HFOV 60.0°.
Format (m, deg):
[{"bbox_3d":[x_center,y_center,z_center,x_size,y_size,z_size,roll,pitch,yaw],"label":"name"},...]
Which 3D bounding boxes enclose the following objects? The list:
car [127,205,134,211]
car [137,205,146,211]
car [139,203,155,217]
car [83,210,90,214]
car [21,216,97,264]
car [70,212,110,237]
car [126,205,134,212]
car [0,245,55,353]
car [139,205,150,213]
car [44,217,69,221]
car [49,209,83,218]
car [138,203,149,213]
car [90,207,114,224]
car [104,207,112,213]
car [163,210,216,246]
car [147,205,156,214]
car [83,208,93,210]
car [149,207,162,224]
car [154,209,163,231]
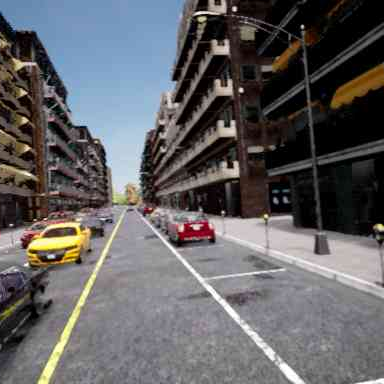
[{"bbox_3d":[-16.906,4.315,90.893,1.812,1.442,4.674,-4,-1,-11],"label":"car"},{"bbox_3d":[-12.614,4.002,82.796,1.947,1.339,4.313,-3,-1,-11],"label":"car"},{"bbox_3d":[-6.391,2.679,49.999,2.192,1.841,5.009,-3,-1,-11],"label":"car"},{"bbox_3d":[-12.485,3.091,37.346,1.752,1.417,4.829,-3,-1,-11],"label":"car"},{"bbox_3d":[-5.480,2.107,14.284,1.882,1.535,5.008,-4,-1,-11],"label":"car"},{"bbox_3d":[-7.328,2.508,24.064,1.994,1.385,4.181,-4,-1,-11],"label":"car"},{"bbox_3d":[-15.025,4.163,81.063,1.895,1.301,4.718,-4,-1,-11],"label":"car"},{"bbox_3d":[-3.757,1.940,5.308,1.895,1.301,4.718,-4,-1,-11],"label":"car"},{"bbox_3d":[-9.496,3.444,66.395,1.887,1.381,4.507,-3,-1,-11],"label":"car"},{"bbox_3d":[-9.396,2.583,21.112,1.887,1.381,4.507,-3,-1,-11],"label":"car"},{"bbox_3d":[-10.449,2.531,26.584,2.192,1.841,5.009,-3,-1,-11],"label":"car"},{"bbox_3d":[-10.550,3.394,71.866,2.192,1.841,5.009,-3,-1,-11],"label":"car"},{"bbox_3d":[-9.810,2.866,37.436,2.128,1.511,4.902,-4,-1,-10],"label":"car"},{"bbox_3d":[-21.870,4.761,86.716,1.802,1.307,4.206,-3,-1,-11],"label":"car"},{"bbox_3d":[-0.145,1.739,17.194,1.967,1.590,4.097,-3,-1,-11],"label":"car"},{"bbox_3d":[-3.291,2.361,33.760,1.752,1.417,4.829,-3,-1,-11],"label":"car"},{"bbox_3d":[-13.568,3.064,42.985,2.192,1.841,5.009,-3,-1,-11],"label":"car"},{"bbox_3d":[-2.218,2.204,28.126,2.008,1.369,4.403,-3,-1,-11],"label":"car"},{"bbox_3d":[-1.178,2.027,22.659,2.008,1.369,4.403,-3,-1,-11],"label":"car"}]
